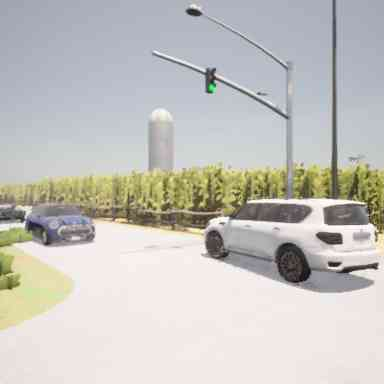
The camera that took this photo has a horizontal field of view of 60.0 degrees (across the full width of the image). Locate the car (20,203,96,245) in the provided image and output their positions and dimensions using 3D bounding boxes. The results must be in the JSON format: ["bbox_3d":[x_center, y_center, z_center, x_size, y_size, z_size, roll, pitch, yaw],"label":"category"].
[{"bbox_3d":[-6.239,1.347,15.606,2.097,1.767,4.553,0,0,-39],"label":"car"}]

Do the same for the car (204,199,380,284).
[{"bbox_3d":[2.542,1.211,9.912,2.150,2.045,5.566,2,-1,-30],"label":"car"}]

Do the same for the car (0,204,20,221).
[{"bbox_3d":[-14.045,1.611,25.217,1.895,1.301,4.718,0,0,-39],"label":"car"}]
